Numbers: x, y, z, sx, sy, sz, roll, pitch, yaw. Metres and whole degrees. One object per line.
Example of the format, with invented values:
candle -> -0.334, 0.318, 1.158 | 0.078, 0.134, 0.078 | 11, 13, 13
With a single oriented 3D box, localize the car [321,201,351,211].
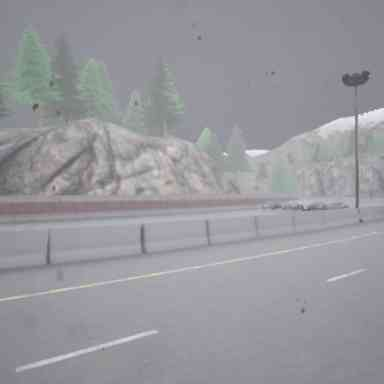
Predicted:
car -> 17.386, 1.838, 39.374 | 1.837, 1.490, 4.892 | -1, -1, 40

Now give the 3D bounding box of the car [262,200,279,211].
car -> 12.138, 1.979, 49.590 | 2.128, 1.511, 4.902 | -1, -1, 39

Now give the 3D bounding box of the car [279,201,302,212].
car -> 14.425, 1.966, 46.829 | 1.812, 1.442, 4.674 | -1, -1, 39

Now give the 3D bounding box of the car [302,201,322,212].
car -> 17.016, 1.941, 44.440 | 2.033, 1.411, 5.357 | -1, -1, 39
